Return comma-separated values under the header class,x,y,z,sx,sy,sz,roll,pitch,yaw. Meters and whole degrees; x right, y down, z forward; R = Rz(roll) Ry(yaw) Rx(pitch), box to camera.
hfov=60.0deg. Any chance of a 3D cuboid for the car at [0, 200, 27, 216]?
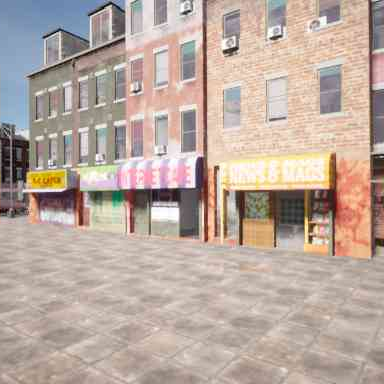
class,x,y,z,sx,sy,sz,roll,pitch,yaw
car,-17.915,1.527,31.033,1.812,1.442,4.674,-1,0,36
